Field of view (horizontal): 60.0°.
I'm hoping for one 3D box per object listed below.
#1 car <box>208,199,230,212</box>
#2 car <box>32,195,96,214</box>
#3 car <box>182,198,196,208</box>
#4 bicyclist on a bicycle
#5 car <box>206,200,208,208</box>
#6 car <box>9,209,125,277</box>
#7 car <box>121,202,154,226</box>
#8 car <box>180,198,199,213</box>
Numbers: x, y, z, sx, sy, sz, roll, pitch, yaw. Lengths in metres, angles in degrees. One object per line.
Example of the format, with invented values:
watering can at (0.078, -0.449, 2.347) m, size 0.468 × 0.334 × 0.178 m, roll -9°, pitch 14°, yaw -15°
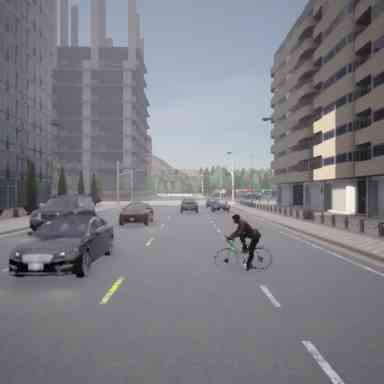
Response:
car at (3.154, 1.601, 38.038) m, size 1.895 × 1.301 × 4.718 m, roll 0°, pitch 0°, yaw 0°
car at (-7.271, 1.222, 19.391) m, size 2.150 × 2.045 × 5.566 m, roll 0°, pitch 0°, yaw 0°
car at (-0.458, 1.547, 48.150) m, size 2.033 × 1.411 × 5.357 m, roll 0°, pitch 0°, yaw -1°
bicyclist on a bicycle at (1.450, 1.454, 9.474) m, size 1.656 × 1.620 × 0.582 m, roll -2°, pitch 0°, yaw -1°
car at (2.980, 1.601, 48.051) m, size 1.895 × 1.301 × 4.718 m, roll 0°, pitch 0°, yaw -1°
car at (-3.699, 1.492, 10.272) m, size 2.128 × 1.511 × 4.902 m, roll 0°, pitch 0°, yaw -1°
car at (-3.839, 1.477, 23.564) m, size 1.882 × 1.535 × 5.008 m, roll 0°, pitch 0°, yaw -1°
car at (-0.305, 1.492, 37.086) m, size 2.128 × 1.511 × 4.902 m, roll 0°, pitch 0°, yaw -1°
